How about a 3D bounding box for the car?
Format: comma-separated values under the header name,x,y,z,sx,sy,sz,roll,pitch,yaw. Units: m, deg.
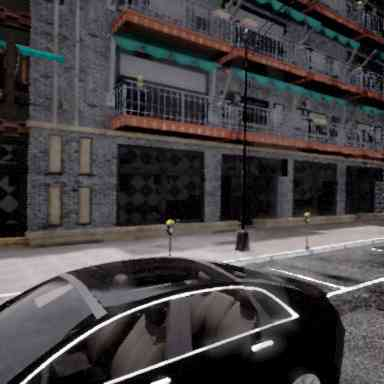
name,x,y,z,sx,sy,sz,roll,pitch,yaw
car,-0.671,1.456,2.916,4.892,1.490,1.837,0,1,-33
